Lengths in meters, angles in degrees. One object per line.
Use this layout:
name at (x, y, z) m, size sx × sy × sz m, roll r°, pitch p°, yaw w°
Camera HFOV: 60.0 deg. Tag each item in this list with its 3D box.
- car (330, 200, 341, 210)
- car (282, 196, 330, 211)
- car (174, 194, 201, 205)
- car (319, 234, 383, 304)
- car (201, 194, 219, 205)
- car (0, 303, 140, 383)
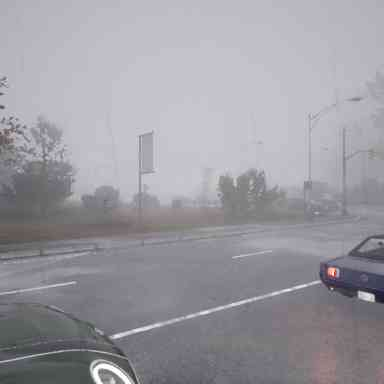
car at (14.461, 1.247, 37.959) m, size 2.128 × 1.511 × 4.902 m, roll -1°, pitch 0°, yaw -39°
car at (11.740, 1.291, 35.726) m, size 1.837 × 1.490 × 4.892 m, roll -1°, pitch 0°, yaw -38°
car at (-1.188, 1.300, 51.948) m, size 1.837 × 1.490 × 4.892 m, roll -1°, pitch 1°, yaw -39°
car at (4.942, 1.573, 7.254) m, size 4.718 × 1.301 × 1.895 m, roll 0°, pitch 0°, yaw -35°
car at (2.353, 1.117, 53.120) m, size 2.097 × 1.767 × 4.553 m, roll -1°, pitch 0°, yaw -39°
car at (-2.531, 1.352, 1.918) m, size 4.553 × 1.767 × 2.097 m, roll 0°, pitch 0°, yaw -36°
